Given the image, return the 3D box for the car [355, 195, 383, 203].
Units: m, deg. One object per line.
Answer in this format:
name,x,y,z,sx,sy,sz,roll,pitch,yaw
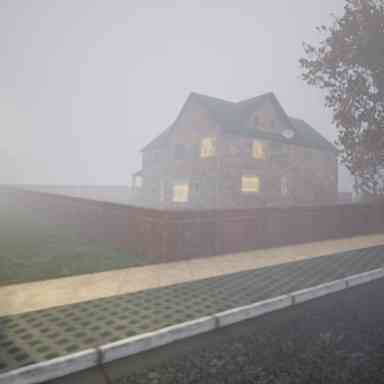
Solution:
car,21.795,0.845,40.049,2.033,1.411,5.357,1,2,-4
